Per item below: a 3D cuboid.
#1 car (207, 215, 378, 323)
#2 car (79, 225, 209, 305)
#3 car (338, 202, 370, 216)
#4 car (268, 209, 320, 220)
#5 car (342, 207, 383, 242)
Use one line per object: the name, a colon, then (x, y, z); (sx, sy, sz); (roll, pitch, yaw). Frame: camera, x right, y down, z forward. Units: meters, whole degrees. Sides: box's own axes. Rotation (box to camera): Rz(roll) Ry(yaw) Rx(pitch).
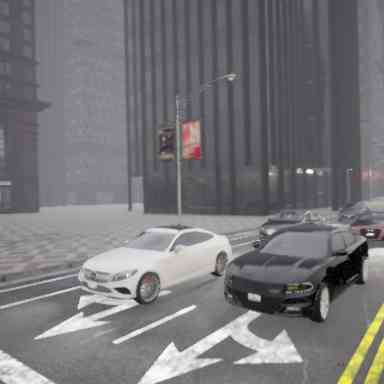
car: (2.657, 1.543, 7.690); (1.882, 1.535, 5.008); (-1, -1, 39)
car: (-0.647, 1.649, 8.732); (1.812, 1.442, 4.674); (-1, -1, 38)
car: (13.061, 1.556, 26.483); (1.837, 1.490, 4.892); (-1, -1, 38)
car: (4.941, 1.587, 15.977); (2.128, 1.511, 4.902); (-1, -1, 38)
car: (8.781, 1.598, 15.613); (1.994, 1.385, 4.181); (-1, -1, 39)
